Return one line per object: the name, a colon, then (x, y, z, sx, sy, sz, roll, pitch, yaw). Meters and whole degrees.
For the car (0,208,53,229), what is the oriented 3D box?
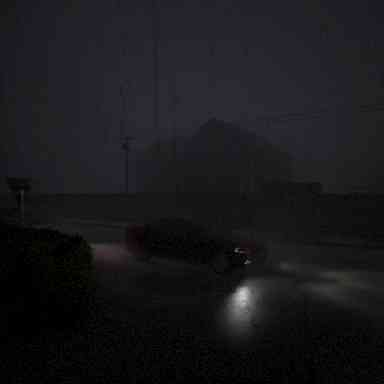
car: (-9.164, 1.586, 17.129, 4.902, 1.511, 2.128, 0, -1, 34)

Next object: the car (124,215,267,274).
car: (-0.011, 1.554, 11.027, 5.008, 1.535, 1.882, 0, 0, 34)
